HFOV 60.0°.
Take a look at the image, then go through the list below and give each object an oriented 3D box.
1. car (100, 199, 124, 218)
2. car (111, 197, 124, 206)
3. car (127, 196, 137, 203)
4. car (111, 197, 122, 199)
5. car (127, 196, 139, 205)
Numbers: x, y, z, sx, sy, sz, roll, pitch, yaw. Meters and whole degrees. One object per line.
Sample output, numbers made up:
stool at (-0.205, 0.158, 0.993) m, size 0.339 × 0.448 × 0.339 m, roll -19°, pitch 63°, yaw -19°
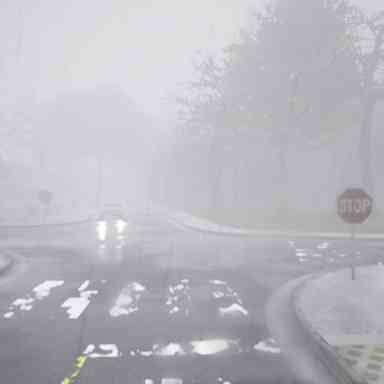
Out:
car at (-7.027, 1.584, 29.530) m, size 1.895 × 1.301 × 4.718 m, roll 0°, pitch 0°, yaw -10°
car at (-12.752, 1.577, 56.919) m, size 2.128 × 1.511 × 4.902 m, roll 0°, pitch 0°, yaw -12°
car at (-12.946, 1.610, 71.416) m, size 1.895 × 1.301 × 4.718 m, roll 0°, pitch 0°, yaw -12°
car at (-9.464, 1.481, 41.294) m, size 1.882 × 1.535 × 5.008 m, roll 0°, pitch 0°, yaw -12°
car at (-10.778, 1.609, 61.192) m, size 2.128 × 1.511 × 4.902 m, roll 0°, pitch 0°, yaw -12°
